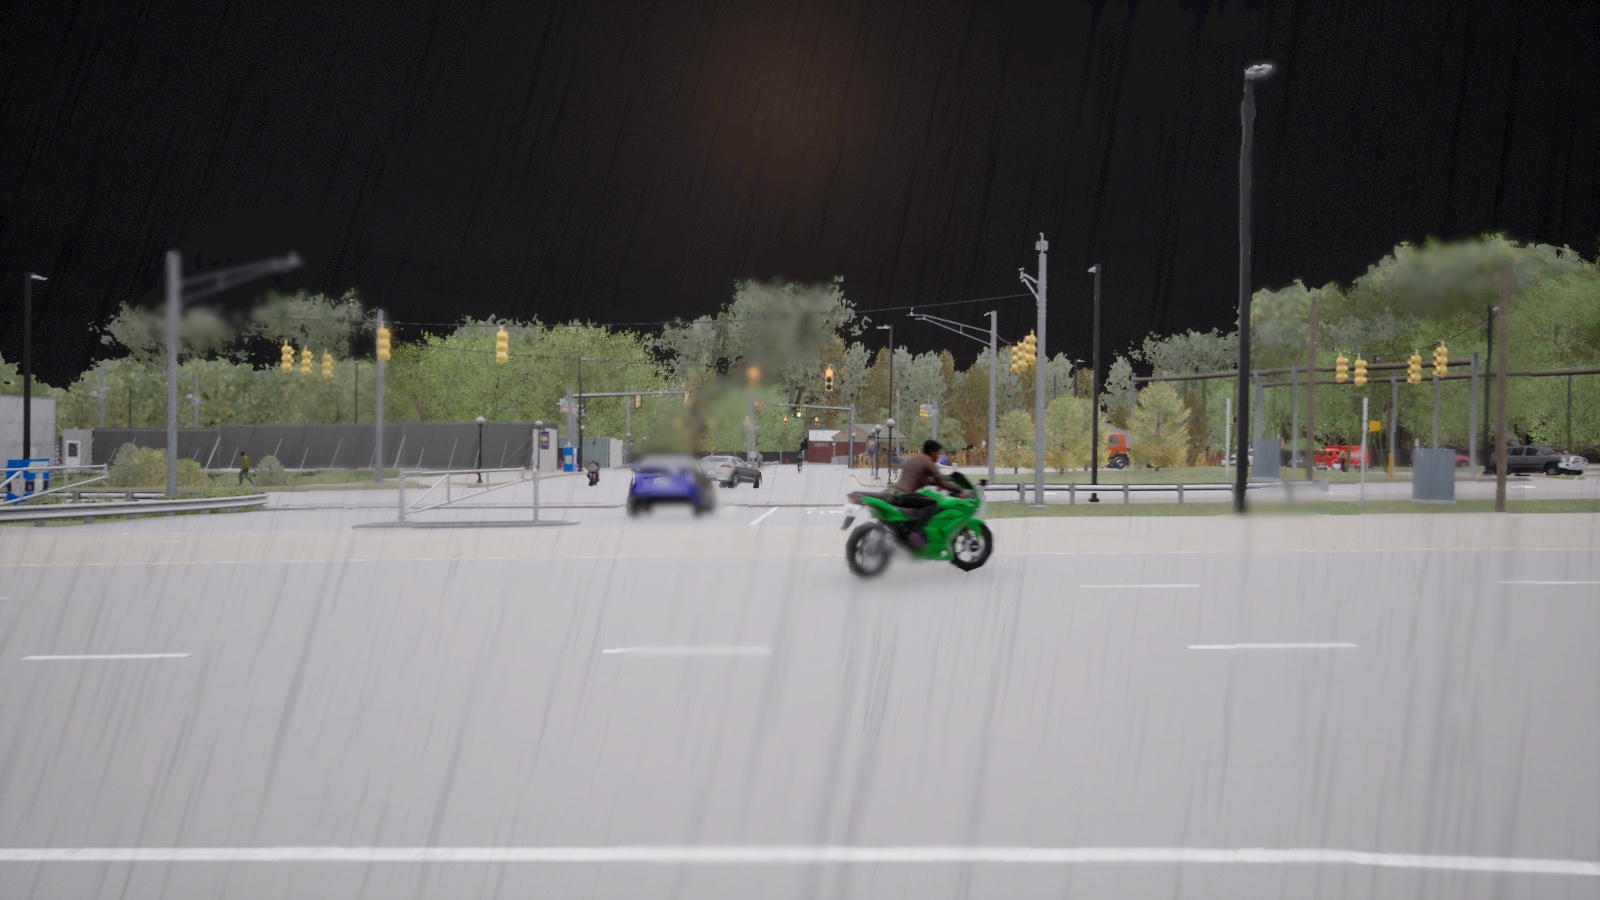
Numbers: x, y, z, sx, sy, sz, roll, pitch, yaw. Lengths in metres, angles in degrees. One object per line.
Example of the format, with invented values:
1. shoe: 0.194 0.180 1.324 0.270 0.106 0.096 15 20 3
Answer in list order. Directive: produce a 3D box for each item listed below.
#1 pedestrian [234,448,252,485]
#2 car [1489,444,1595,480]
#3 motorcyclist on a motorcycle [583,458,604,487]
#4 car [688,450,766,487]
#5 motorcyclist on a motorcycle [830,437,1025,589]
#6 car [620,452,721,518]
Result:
1. pedestrian: -27.557 0.817 62.152 0.726 1.835 0.370 1 1 0
2. car: 39.553 0.679 67.059 1.932 1.855 4.605 1 -1 -24
3. motorcyclist on a motorcycle: -11.161 1.222 67.882 0.866 1.530 2.191 0 0 -3
4. car: -3.669 0.969 64.155 2.152 1.651 5.027 2 -2 19
5. motorcyclist on a motorcycle: 1.412 0.642 13.792 2.044 1.523 0.797 -1 3 -32
6. car: -3.172 0.857 31.593 2.007 1.525 4.514 0 -1 1
